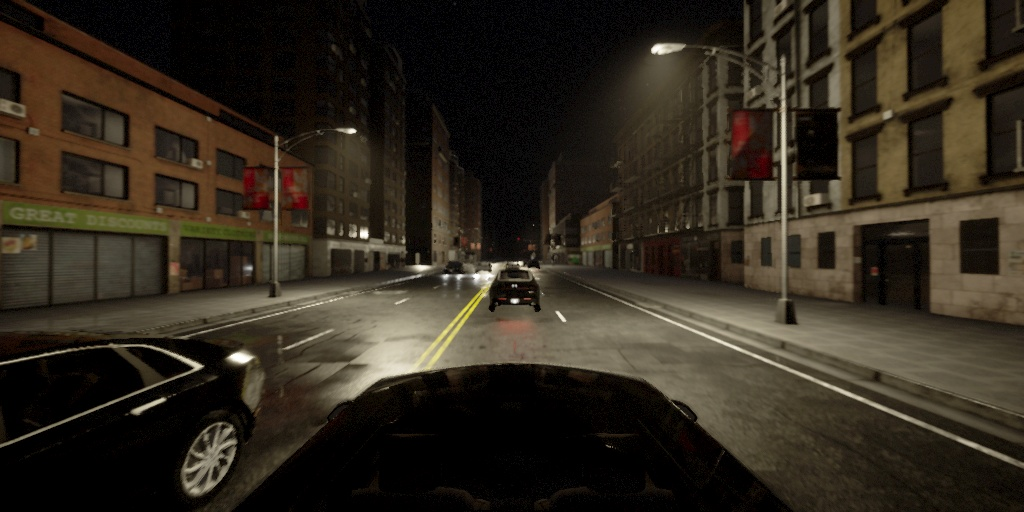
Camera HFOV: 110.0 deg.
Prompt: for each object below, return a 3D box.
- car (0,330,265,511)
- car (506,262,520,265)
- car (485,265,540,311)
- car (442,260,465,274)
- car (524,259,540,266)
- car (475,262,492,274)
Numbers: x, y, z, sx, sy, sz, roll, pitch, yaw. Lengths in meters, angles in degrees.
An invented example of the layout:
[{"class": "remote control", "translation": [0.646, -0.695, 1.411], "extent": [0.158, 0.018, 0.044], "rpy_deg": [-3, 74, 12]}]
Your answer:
[{"class": "car", "translation": [-3.350, 1.255, 1.533], "extent": [1.837, 1.490, 4.892], "rpy_deg": [0, 0, 0]}, {"class": "car", "translation": [0.090, 1.390, 47.709], "extent": [1.895, 1.301, 4.718], "rpy_deg": [0, 0, 0]}, {"class": "car", "translation": [0.097, 1.267, 14.516], "extent": [1.837, 1.490, 4.892], "rpy_deg": [0, 0, 0]}, {"class": "car", "translation": [-6.594, 1.310, 41.129], "extent": [1.812, 1.442, 4.674], "rpy_deg": [0, 0, 0]}, {"class": "car", "translation": [3.337, 1.302, 56.500], "extent": [1.837, 1.490, 4.892], "rpy_deg": [0, 0, 0]}, {"class": "car", "translation": [-3.349, 1.386, 42.675], "extent": [1.895, 1.301, 4.718], "rpy_deg": [0, 0, 0]}]
